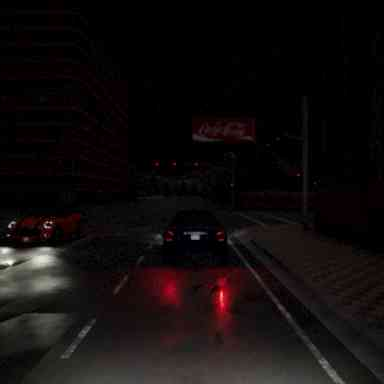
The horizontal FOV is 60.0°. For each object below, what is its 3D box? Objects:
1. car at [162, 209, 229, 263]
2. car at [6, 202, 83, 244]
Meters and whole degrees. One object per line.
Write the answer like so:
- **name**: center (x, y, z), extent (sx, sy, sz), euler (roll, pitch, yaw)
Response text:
- **car**: center (0.102, 1.404, 12.298), extent (2.097, 1.767, 4.553), euler (0, 0, 0)
- **car**: center (-6.998, 1.420, 16.258), extent (2.097, 1.767, 4.553), euler (0, 0, 0)
